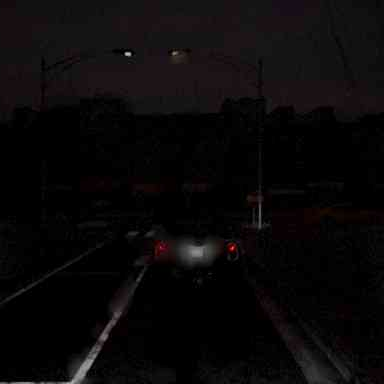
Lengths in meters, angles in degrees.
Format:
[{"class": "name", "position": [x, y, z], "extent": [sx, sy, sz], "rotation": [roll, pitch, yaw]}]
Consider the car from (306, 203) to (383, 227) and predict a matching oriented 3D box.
[{"class": "car", "position": [10.402, 1.539, 22.691], "extent": [5.008, 1.535, 1.882], "rotation": [0, 0, 0]}]

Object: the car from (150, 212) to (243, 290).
[{"class": "car", "position": [0.104, 1.368, 9.298], "extent": [2.097, 1.767, 4.553], "rotation": [0, 0, 0]}]
